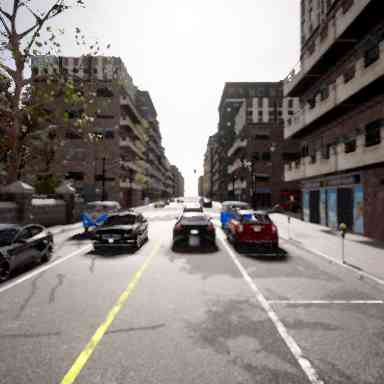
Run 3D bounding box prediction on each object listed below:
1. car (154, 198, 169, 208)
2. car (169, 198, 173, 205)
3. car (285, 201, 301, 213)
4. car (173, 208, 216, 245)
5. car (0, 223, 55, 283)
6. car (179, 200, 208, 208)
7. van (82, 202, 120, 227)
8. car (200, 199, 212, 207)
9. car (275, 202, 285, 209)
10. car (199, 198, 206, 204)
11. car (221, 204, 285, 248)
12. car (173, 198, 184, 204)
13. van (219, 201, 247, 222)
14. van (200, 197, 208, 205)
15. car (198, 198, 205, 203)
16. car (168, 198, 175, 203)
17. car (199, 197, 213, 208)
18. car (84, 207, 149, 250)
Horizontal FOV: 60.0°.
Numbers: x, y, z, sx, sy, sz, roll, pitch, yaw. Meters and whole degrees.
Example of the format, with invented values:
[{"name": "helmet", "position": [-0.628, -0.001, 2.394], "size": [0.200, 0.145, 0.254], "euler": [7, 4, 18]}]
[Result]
[{"name": "car", "position": [-5.676, 2.013, 58.838], "size": [1.752, 1.417, 4.829], "euler": [1, 0, 0]}, {"name": "car", "position": [-5.675, 2.024, 70.294], "size": [1.967, 1.590, 4.097], "euler": [1, 0, 0]}, {"name": "car", "position": [13.538, 1.897, 38.812], "size": [4.313, 1.339, 1.947], "euler": [0, -2, 1]}, {"name": "car", "position": [0.100, 1.700, 16.350], "size": [1.994, 1.385, 4.181], "euler": [0, 0, 0]}, {"name": "car", "position": [-5.660, 1.650, 10.017], "size": [1.947, 1.339, 4.313], "euler": [1, 0, 0]}, {"name": "car", "position": [0.101, 1.747, 30.828], "size": [2.128, 1.511, 4.902], "euler": [0, 0, 0]}, {"name": "van", "position": [-5.639, 1.516, 21.066], "size": [1.690, 1.788, 3.998], "euler": [1, 0, 0]}, {"name": "car", "position": [2.703, 2.087, 64.650], "size": [2.008, 1.369, 4.403], "euler": [1, 0, 0]}, {"name": "car", "position": [13.642, 1.989, 47.193], "size": [4.097, 1.590, 1.967], "euler": [0, -2, 1]}, {"name": "car", "position": [2.703, 2.253, 87.390], "size": [1.752, 1.417, 4.829], "euler": [1, 0, 0]}, {"name": "car", "position": [2.675, 1.569, 15.540], "size": [1.967, 1.590, 4.097], "euler": [1, 0, 0]}, {"name": "car", "position": [-3.000, 2.233, 85.056], "size": [2.128, 1.511, 4.902], "euler": [0, 0, 0]}, {"name": "van", "position": [2.674, 1.516, 21.064], "size": [1.690, 1.788, 3.998], "euler": [1, 0, 0]}, {"name": "van", "position": [2.706, 1.972, 75.936], "size": [1.690, 1.788, 3.998], "euler": [1, 0, 0]}, {"name": "car", "position": [2.702, 2.356, 92.862], "size": [1.802, 1.307, 4.206], "euler": [1, 0, 0]}, {"name": "car", "position": [-5.677, 2.319, 92.863], "size": [1.887, 1.381, 4.507], "euler": [1, 0, 0]}, {"name": "car", "position": [2.703, 2.055, 59.008], "size": [1.947, 1.339, 4.313], "euler": [1, 0, 0]}, {"name": "car", "position": [-3.094, 1.631, 15.160], "size": [1.837, 1.490, 4.892], "euler": [0, 0, 0]}]
